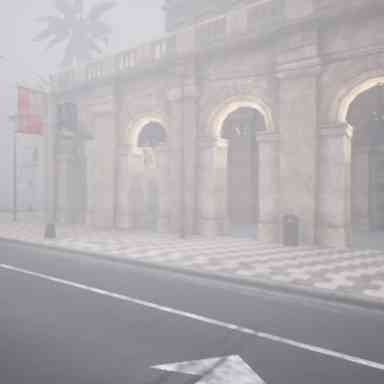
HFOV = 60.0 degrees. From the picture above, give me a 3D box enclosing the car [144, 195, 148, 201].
[{"bbox_3d":[-9.308,1.286,74.858,2.185,1.767,4.553,0,0,35],"label":"car"}]
